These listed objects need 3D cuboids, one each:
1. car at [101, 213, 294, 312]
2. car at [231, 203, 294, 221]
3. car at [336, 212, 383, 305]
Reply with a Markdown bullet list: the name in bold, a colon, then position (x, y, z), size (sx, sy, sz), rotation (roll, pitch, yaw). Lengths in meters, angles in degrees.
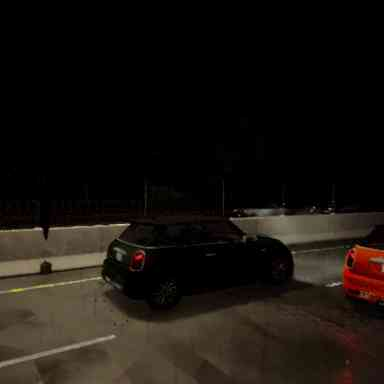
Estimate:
- **car**: position (0.306, 1.337, 7.895), size (4.553, 1.767, 2.097), rotation (0, 0, -33)
- **car**: position (5.719, 1.568, 26.875), size (4.718, 1.301, 1.895), rotation (0, 0, -24)
- **car**: position (5.223, 1.356, 6.765), size (4.553, 1.767, 2.097), rotation (0, 0, -31)
